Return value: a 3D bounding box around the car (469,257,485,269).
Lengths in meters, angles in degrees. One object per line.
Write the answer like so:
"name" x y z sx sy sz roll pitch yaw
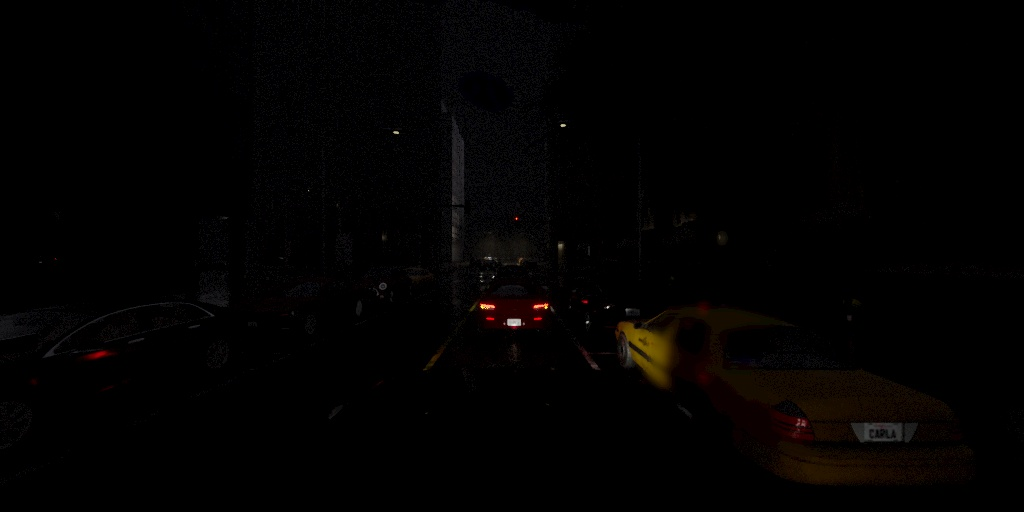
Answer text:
"car" -5.811 1.079 58.575 2.192 1.841 5.009 0 0 0

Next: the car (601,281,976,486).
"car" 2.761 1.275 4.976 1.751 1.417 4.829 0 0 0

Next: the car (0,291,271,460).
"car" -5.764 1.300 4.797 2.007 1.370 4.403 0 0 0

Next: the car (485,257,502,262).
"car" -3.133 1.328 57.953 1.994 1.385 4.181 0 0 0

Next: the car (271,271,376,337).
"car" -5.769 1.295 10.254 1.888 1.381 4.507 0 0 0

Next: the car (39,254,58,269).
"car" -44.318 0.431 32.572 4.892 1.490 1.837 1 0 0

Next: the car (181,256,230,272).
"car" -27.304 0.773 32.586 4.674 1.442 1.812 1 0 0

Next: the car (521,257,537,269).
"car" 2.719 1.202 53.145 1.967 1.591 4.097 0 0 0

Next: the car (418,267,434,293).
"car" -5.778 1.277 20.997 1.751 1.417 4.829 0 0 0

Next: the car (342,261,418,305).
"car" -5.774 1.190 15.711 1.967 1.591 4.097 0 0 0

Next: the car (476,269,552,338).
"car" 0.063 1.276 10.097 1.812 1.442 4.674 0 0 0

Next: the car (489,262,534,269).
"car" 0.004 1.256 18.964 1.837 1.490 4.892 0 0 0

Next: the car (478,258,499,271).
"car" -3.138 1.285 47.985 1.812 1.442 4.674 0 0 0

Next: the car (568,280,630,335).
"car" 2.756 1.316 10.263 1.948 1.339 4.313 0 0 0
